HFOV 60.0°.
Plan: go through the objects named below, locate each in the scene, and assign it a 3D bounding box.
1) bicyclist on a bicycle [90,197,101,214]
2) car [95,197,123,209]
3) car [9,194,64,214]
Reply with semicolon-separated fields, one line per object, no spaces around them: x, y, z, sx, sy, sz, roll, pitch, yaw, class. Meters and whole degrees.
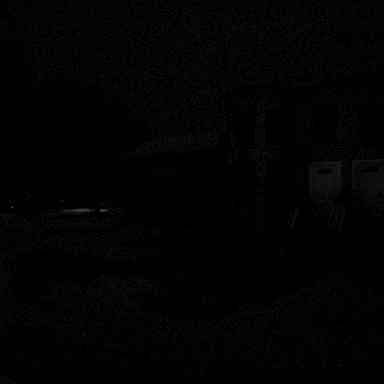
-9.426;1.344;32.352;1.656;1.620;0.582;0;1;36;bicyclist on a bicycle
-10.796;1.478;44.736;1.882;1.535;5.008;0;0;36;car
-16.853;1.221;36.433;2.150;2.045;5.566;0;0;36;car
